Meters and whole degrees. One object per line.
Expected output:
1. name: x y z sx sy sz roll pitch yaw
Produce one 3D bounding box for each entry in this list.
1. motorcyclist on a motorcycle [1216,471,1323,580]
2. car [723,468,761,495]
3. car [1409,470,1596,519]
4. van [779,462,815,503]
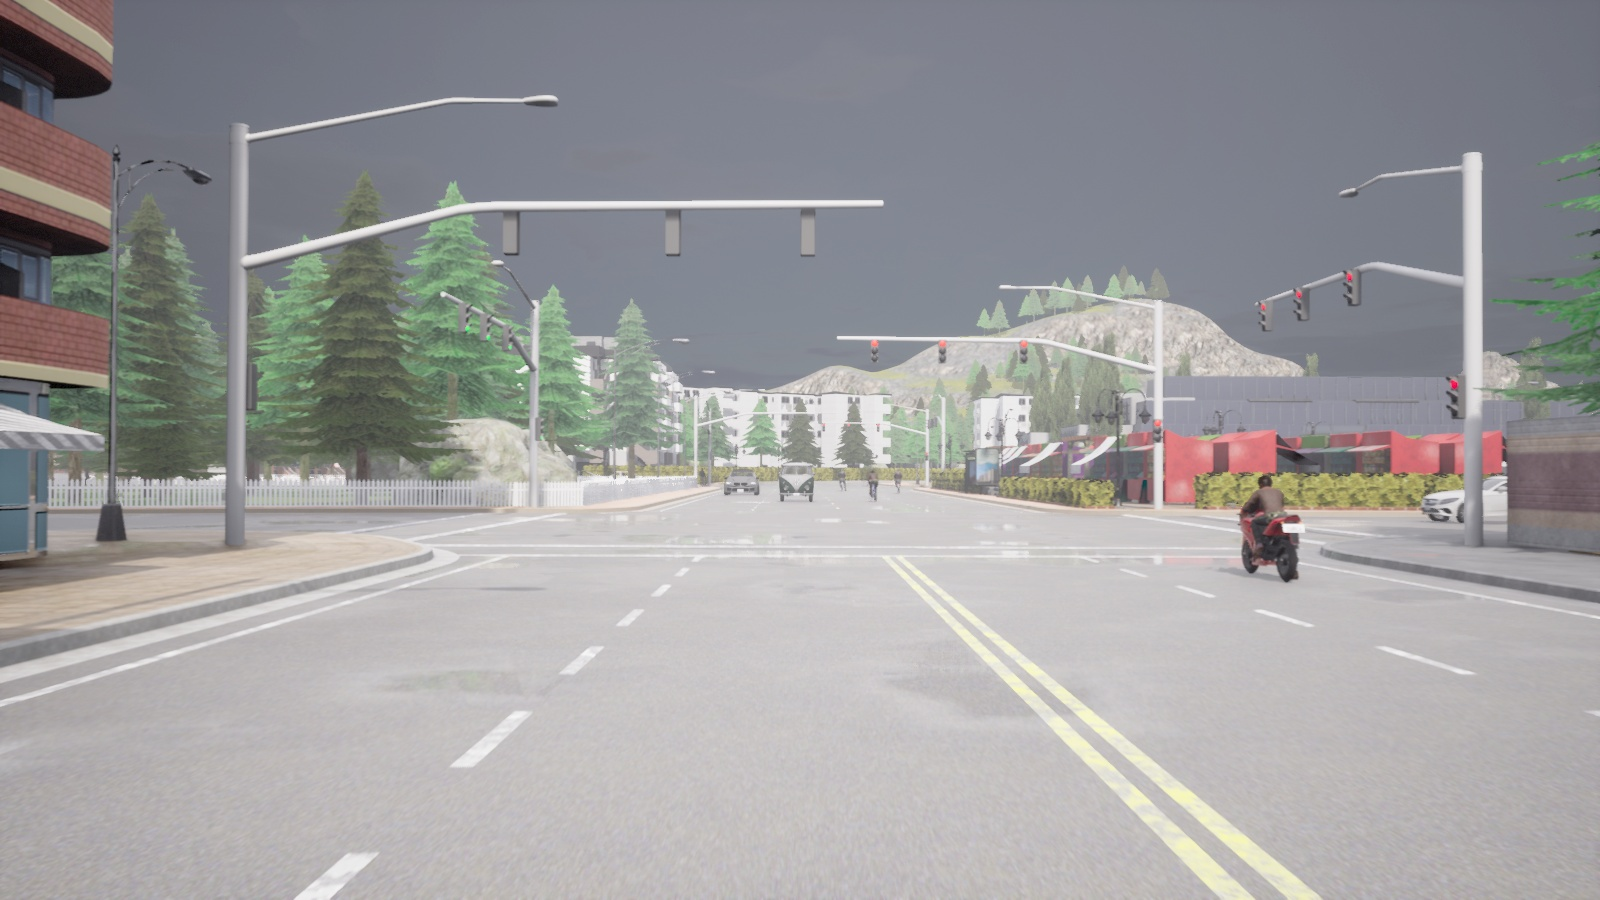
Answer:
1. motorcyclist on a motorcycle: 6.952 1.082 18.711 0.797 1.523 2.044 0 -1 0
2. car: -3.703 2.025 80.727 2.242 1.667 4.611 0 -1 0
3. car: 21.308 1.339 38.199 4.674 1.442 1.812 0 -1 -1
4. van: -0.162 1.642 64.159 1.775 1.987 4.442 0 -1 0
